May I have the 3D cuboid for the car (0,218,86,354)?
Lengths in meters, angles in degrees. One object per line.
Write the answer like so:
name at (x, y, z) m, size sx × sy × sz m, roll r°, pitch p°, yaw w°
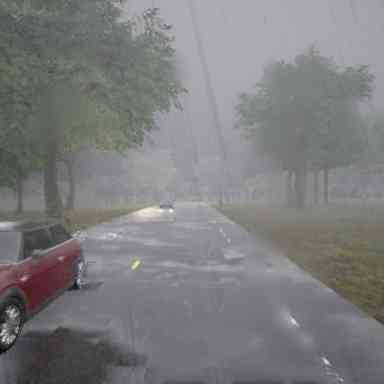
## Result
car at (-3.603, 1.371, 6.111) m, size 2.097 × 1.767 × 4.553 m, roll 0°, pitch 0°, yaw 0°

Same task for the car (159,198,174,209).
car at (-3.605, 1.692, 47.699) m, size 1.837 × 1.490 × 4.892 m, roll 0°, pitch 0°, yaw 0°
